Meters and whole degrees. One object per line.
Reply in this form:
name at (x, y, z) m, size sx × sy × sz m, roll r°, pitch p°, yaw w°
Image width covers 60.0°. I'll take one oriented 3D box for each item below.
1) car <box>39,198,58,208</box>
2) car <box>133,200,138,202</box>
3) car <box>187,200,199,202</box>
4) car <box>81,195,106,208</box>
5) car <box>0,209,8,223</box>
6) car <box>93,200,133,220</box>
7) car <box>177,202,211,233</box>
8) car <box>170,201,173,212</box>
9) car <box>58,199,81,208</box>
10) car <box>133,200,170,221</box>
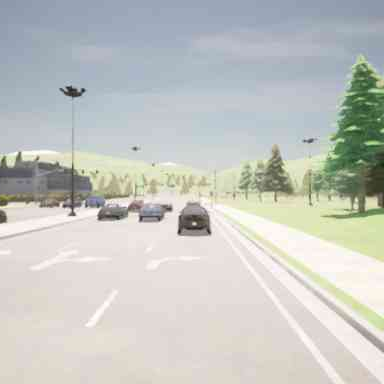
car at (-22.088, 1.745, 51.991) m, size 1.812 × 1.442 × 4.674 m, roll 0°, pitch 0°, yaw -1°
car at (-6.918, 1.712, 42.542) m, size 1.812 × 1.442 × 4.674 m, roll 0°, pitch -1°, yaw 0°
car at (0.137, 1.682, 41.694) m, size 2.128 × 1.511 × 4.902 m, roll 0°, pitch 0°, yaw 0°
car at (-15.089, 1.479, 52.175) m, size 2.150 × 2.045 × 5.566 m, roll 0°, pitch 0°, yaw -1°
car at (-15.031, 1.651, 23.652) m, size 1.994 × 1.385 × 4.181 m, roll 0°, pitch 0°, yaw 0°
car at (-6.898, 1.689, 29.445) m, size 1.994 × 1.385 × 4.181 m, roll 0°, pitch 0°, yaw 1°
car at (0.134, 1.571, 20.285) m, size 1.882 × 1.535 × 5.008 m, roll 0°, pitch -1°, yaw 0°
car at (-3.413, 1.791, 42.617) m, size 1.895 × 1.301 × 4.718 m, roll 0°, pitch 0°, yaw 0°
car at (-18.589, 1.774, 52.117) m, size 2.033 × 1.411 × 5.357 m, roll 0°, pitch 0°, yaw -1°
car at (-3.396, 1.675, 28.705) m, size 2.033 × 1.411 × 5.357 m, roll 0°, pitch 0°, yaw 1°
